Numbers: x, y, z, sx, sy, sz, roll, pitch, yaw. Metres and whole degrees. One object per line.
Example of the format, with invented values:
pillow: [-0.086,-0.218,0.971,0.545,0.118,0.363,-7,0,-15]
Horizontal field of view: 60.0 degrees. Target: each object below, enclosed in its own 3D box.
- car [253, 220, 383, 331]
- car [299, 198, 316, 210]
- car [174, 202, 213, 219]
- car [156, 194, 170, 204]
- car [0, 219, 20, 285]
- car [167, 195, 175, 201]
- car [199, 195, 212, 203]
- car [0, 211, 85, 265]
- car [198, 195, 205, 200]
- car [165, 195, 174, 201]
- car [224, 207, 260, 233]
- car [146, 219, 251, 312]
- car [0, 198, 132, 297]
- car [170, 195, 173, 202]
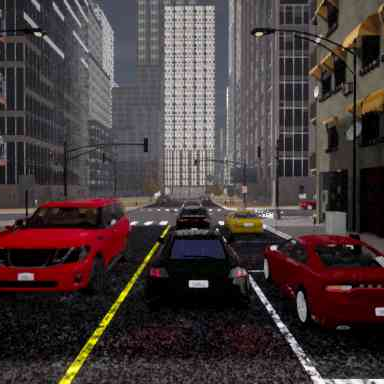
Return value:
car: [2.686,1.543,6.895,1.887,1.381,4.507,-1,0,0]
car: [14.274,1.252,37.059,4.507,1.381,1.887,-1,1,0]
car: [0.088,1.501,17.763,1.837,1.490,4.892,0,0,-1]
car: [-5.660,1.537,61.474,1.887,1.381,4.507,-1,0,0]
car: [-5.696,1.438,6.914,1.967,1.590,4.097,-1,0,0]
car: [-5.643,1.537,89.272,1.887,1.381,4.507,-1,0,0]
car: [2.718,1.432,61.468,1.967,1.590,4.097,-1,0,0]
car: [-5.691,1.542,12.438,1.887,1.381,4.507,-1,0,0]
car: [2.741,1.574,94.826,1.802,1.307,4.206,-1,0,0]
car: [-5.648,1.517,83.542,1.752,1.417,4.829,-1,0,0]
car: [2.693,1.522,18.112,1.752,1.417,4.829,-1,0,0]
car: [0.108,1.562,7.778,1.994,1.385,4.181,0,0,0]
car: [-3.078,1.218,8.950,2.150,2.045,5.566,0,0,0]
car: [-5.659,1.307,67.034,2.192,1.841,5.009,-1,0,0]
